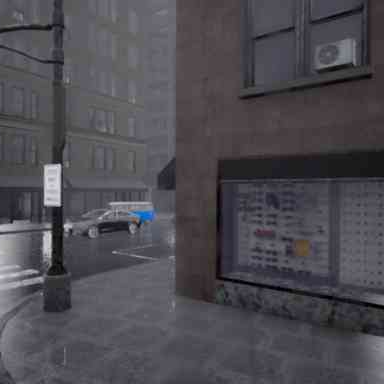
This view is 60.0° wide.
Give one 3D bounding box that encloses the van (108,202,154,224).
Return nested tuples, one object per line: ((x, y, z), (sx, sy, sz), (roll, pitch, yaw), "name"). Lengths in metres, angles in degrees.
((-4.507, 1.628, 24.169), (1.690, 1.788, 3.998), (-1, -1, 35), "van")

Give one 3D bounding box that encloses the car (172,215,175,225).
((0.259, 1.940, 26.451), (1.994, 1.385, 4.181), (0, -1, 35), "car")

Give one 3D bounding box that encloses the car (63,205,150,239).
((-4.995, 1.720, 18.987), (2.128, 1.511, 4.902), (0, -1, 35), "car")
